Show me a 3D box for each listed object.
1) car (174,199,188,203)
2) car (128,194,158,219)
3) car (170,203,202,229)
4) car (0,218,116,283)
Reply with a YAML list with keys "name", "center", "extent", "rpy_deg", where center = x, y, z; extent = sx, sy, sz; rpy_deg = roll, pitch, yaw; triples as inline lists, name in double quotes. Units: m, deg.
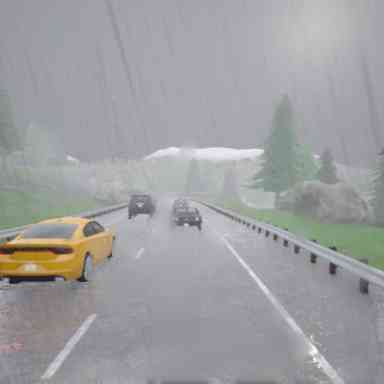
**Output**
- name: "car"
  center: [-1.286, 1.546, 39.170]
  extent: [2.033, 1.411, 5.357]
  rpy_deg: [0, 0, -3]
- name: "car"
  center: [-4.296, 1.223, 29.604]
  extent: [2.150, 2.045, 5.566]
  rpy_deg: [0, 0, -2]
- name: "car"
  center: [-0.421, 1.599, 21.408]
  extent: [1.895, 1.301, 4.718]
  rpy_deg: [0, 0, -2]
- name: "car"
  center: [-3.544, 1.480, 9.689]
  extent: [1.882, 1.535, 5.008]
  rpy_deg: [0, 0, -1]
